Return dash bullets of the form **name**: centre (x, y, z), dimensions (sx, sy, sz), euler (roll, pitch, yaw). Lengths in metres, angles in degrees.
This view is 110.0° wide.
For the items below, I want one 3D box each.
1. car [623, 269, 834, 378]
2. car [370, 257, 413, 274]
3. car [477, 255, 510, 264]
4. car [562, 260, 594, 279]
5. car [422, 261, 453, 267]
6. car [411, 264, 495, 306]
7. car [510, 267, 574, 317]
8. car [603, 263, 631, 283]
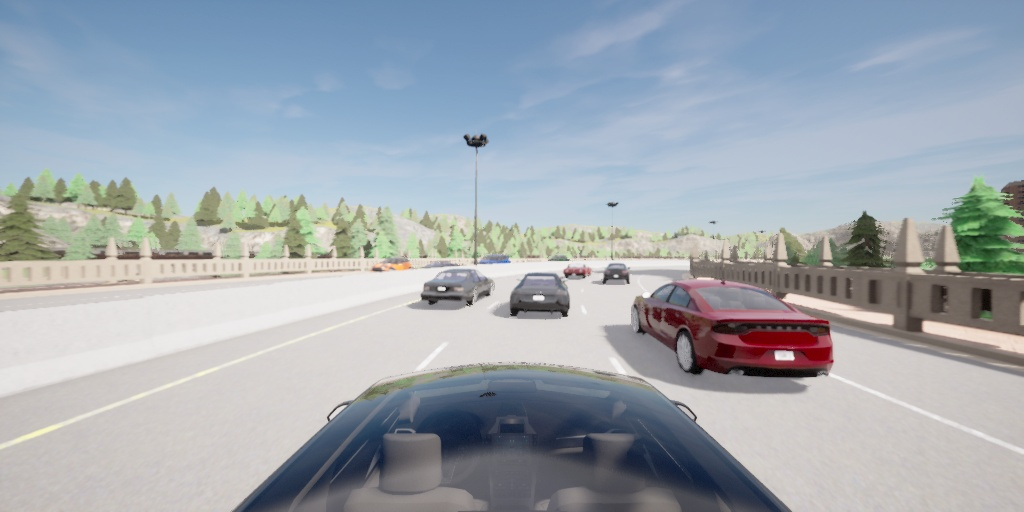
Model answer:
- **car**: centre (3.958, 1.224, 7.461), dimensions (1.882, 1.535, 5.008), euler (0, 0, 4)
- **car**: centre (-11.694, 0.980, 35.018), dimensions (2.097, 1.767, 4.553), euler (0, 0, 20)
- **car**: centre (-2.085, 0.883, 40.563), dimensions (2.150, 2.045, 5.566), euler (0, 0, 24)
- **car**: centre (5.981, 1.287, 32.138), dimensions (1.895, 1.301, 4.718), euler (0, 0, 21)
- **car**: centre (-7.408, 1.190, 36.831), dimensions (2.033, 1.411, 5.357), euler (0, 0, 21)
- **car**: centre (-2.139, 1.237, 15.503), dimensions (2.033, 1.411, 5.357), euler (0, 0, 10)
- **car**: centre (1.101, 1.275, 13.172), dimensions (1.994, 1.385, 4.181), euler (0, 0, 8)
- **car**: centre (7.853, 1.225, 26.845), dimensions (1.812, 1.442, 4.674), euler (0, 0, 18)
